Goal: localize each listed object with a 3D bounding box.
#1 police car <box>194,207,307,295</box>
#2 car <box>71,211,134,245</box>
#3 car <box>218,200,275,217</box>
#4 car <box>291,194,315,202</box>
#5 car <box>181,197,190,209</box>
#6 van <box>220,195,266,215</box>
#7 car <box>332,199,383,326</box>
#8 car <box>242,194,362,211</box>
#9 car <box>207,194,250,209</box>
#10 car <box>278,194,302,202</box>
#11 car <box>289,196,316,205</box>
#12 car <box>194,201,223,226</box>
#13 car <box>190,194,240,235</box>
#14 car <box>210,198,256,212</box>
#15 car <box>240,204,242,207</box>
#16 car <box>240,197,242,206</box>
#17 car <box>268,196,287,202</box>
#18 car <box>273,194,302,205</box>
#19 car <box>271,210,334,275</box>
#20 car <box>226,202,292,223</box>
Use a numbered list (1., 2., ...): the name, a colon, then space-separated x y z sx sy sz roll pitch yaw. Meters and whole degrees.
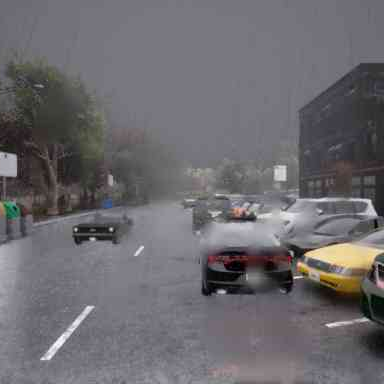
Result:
1. police car: 1.145 1.431 8.892 1.930 1.638 5.238 0 0 0
2. car: -4.036 1.615 15.703 1.895 1.301 4.718 0 0 -1
3. car: 5.238 1.538 32.122 5.008 1.535 2.097 1 0 -20
4. car: 26.676 1.441 80.434 2.435 2.045 5.566 1 -1 -22
5. car: -0.203 1.619 46.323 1.812 1.442 4.674 0 0 0
6. van: 5.344 1.323 35.168 4.442 1.987 1.878 1 0 -20
7. car: 5.299 1.236 5.070 5.566 2.045 2.435 1 0 -20
8. car: 5.269 1.246 14.087 5.566 2.045 2.435 1 0 -20
9. car: 5.187 1.330 47.160 5.566 2.045 2.435 1 0 -20
10. car: 23.616 1.440 80.383 2.435 2.045 5.566 0 -1 -22
11. car: 20.991 1.666 63.342 2.163 1.488 4.792 0 1 -22
12. car: 1.101 1.512 24.783 1.882 1.535 5.008 0 0 0
13. car: 1.119 1.245 18.813 2.150 2.045 5.566 0 0 0
14. car: 5.027 1.558 41.065 5.366 1.575 1.946 1 0 -20
15. car: 5.261 1.532 17.086 4.792 1.488 2.163 1 0 -20
16. car: 5.248 1.382 20.101 4.553 1.767 2.185 1 0 -20
17. car: 20.593 1.719 80.285 2.163 1.488 4.792 0 -1 -22
18. car: 18.077 1.384 63.214 2.435 2.045 5.566 0 1 -22
19. car: 5.269 1.523 11.085 4.792 1.488 2.163 1 0 -20
20. car: 5.266 1.562 26.110 4.674 1.452 2.002 1 0 -20
